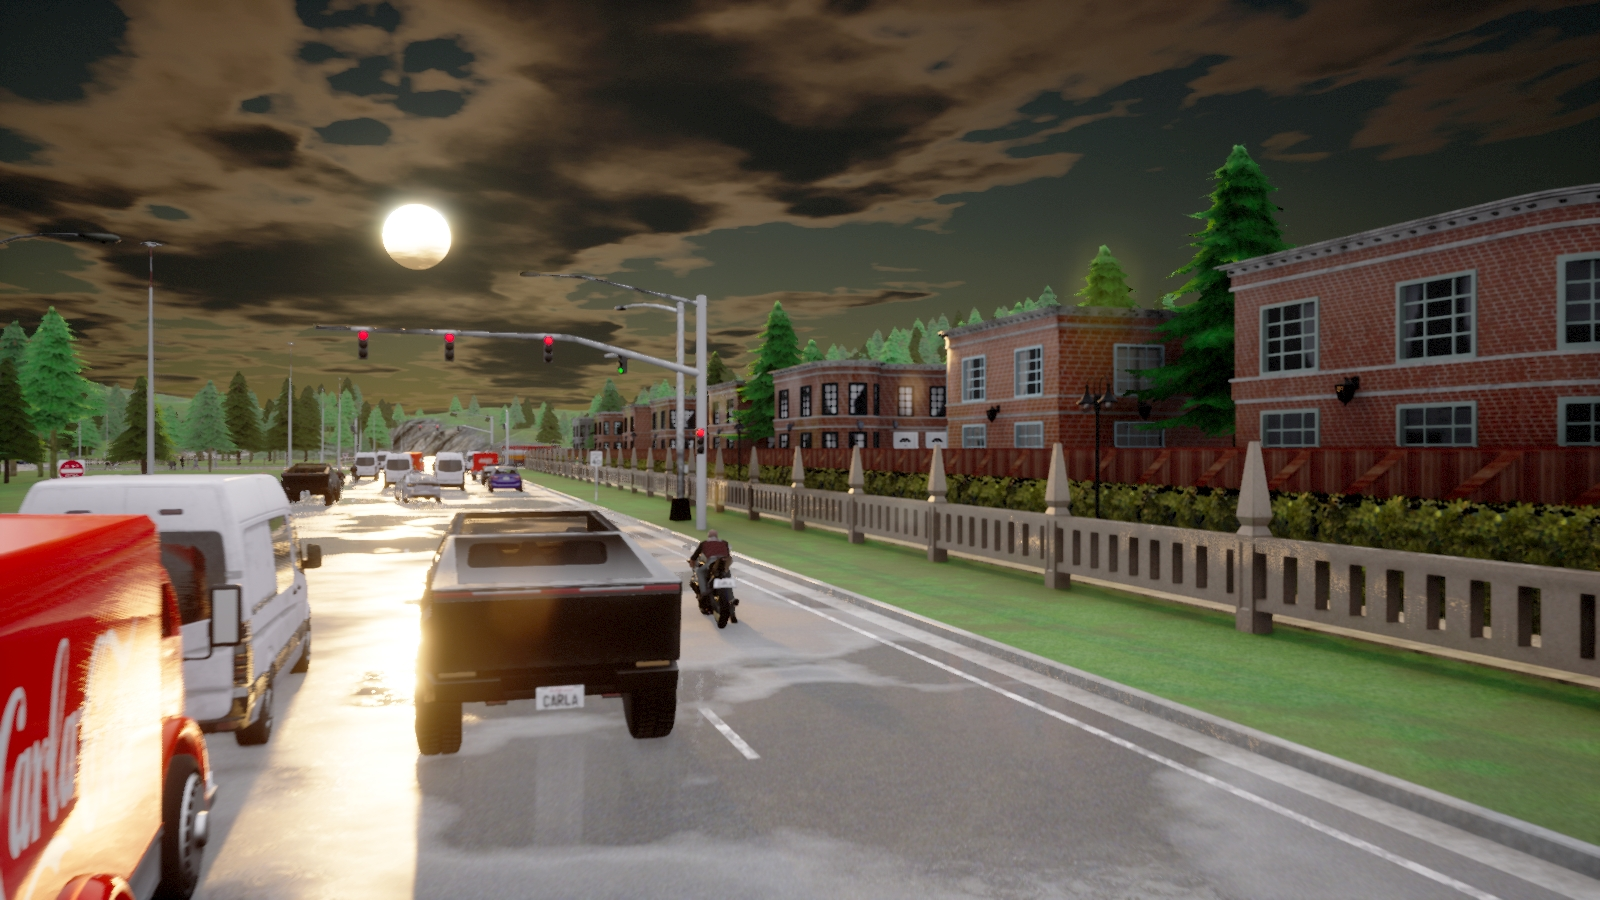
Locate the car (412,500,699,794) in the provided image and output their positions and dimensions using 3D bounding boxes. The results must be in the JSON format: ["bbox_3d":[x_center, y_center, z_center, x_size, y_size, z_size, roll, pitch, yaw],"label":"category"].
[{"bbox_3d":[-2.981,1.749,12.659,2.390,2.098,6.274,0,0,-18],"label":"car"}]

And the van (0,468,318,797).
[{"bbox_3d":[-6.554,1.530,12.330,1.988,2.561,5.915,0,0,-18],"label":"van"}]

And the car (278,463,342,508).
[{"bbox_3d":[-24.994,1.733,58.493,2.390,2.098,6.274,0,0,-18],"label":"car"}]

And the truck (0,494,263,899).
[{"bbox_3d":[-4.302,1.571,5.315,2.627,2.467,5.204,0,0,-18],"label":"truck"}]

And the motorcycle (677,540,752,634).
[{"bbox_3d":[-1.427,2.199,18.752,0.867,1.251,2.209,0,0,-14],"label":"motorcycle"}]

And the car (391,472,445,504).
[{"bbox_3d":[-20.707,2.013,61.783,2.097,1.535,5.006,0,0,-27],"label":"car"}]
